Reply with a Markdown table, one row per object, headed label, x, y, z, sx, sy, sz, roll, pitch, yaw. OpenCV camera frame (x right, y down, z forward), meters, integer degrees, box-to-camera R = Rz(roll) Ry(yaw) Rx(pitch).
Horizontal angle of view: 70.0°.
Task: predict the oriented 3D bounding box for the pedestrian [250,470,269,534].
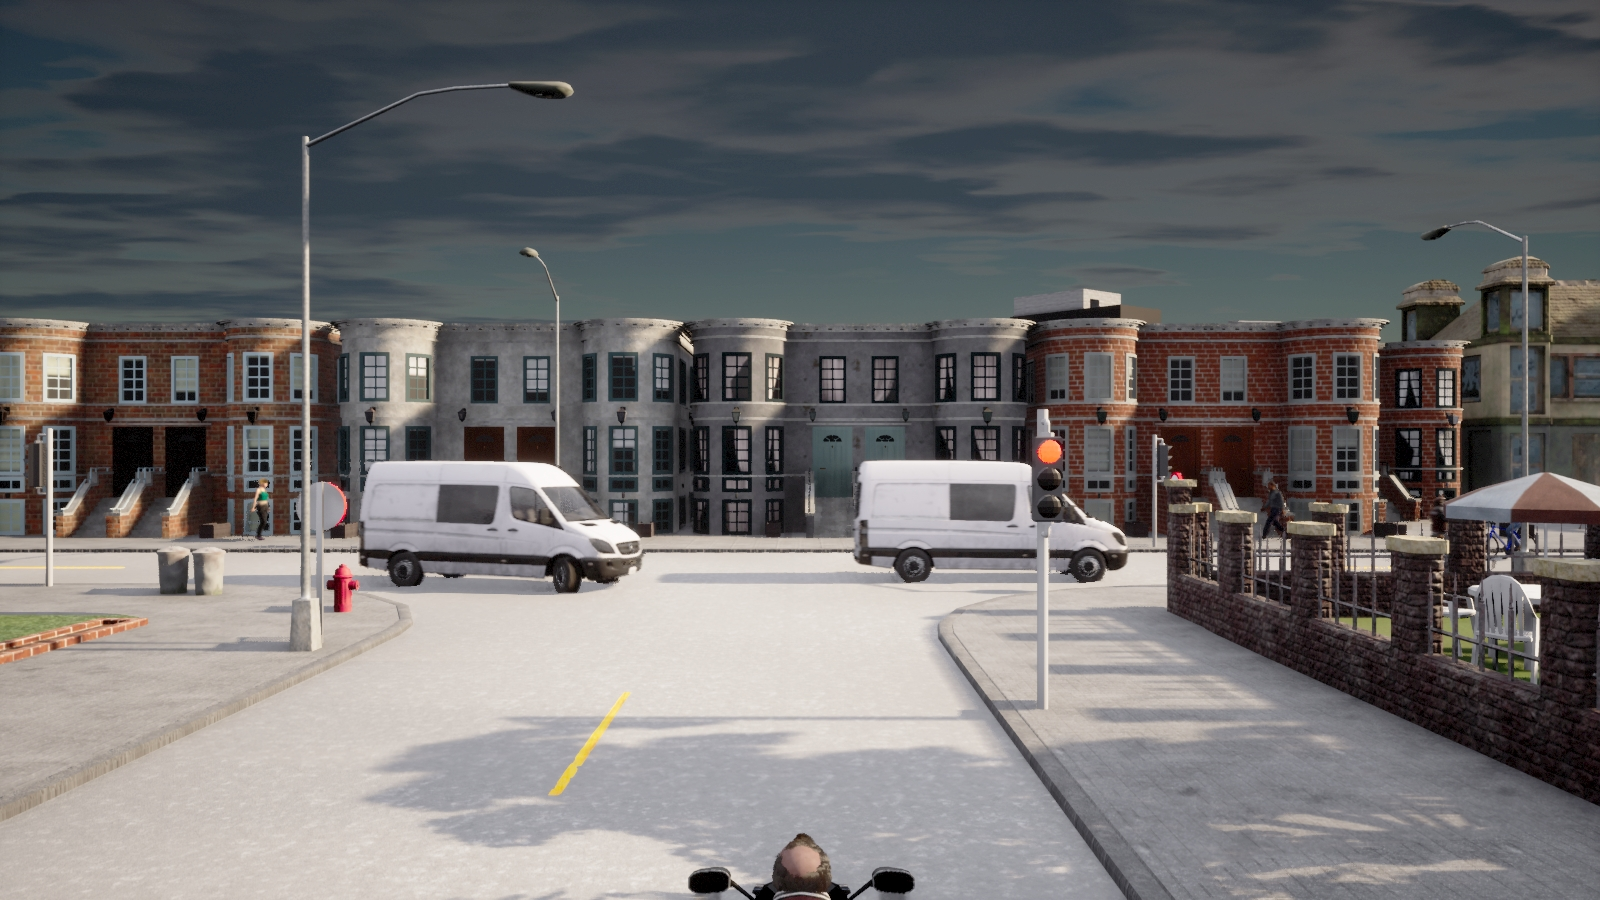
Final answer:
| label | x | y | z | sx | sy | sz | roll | pitch | yaw |
| --- | --- | --- | --- | --- | --- | --- | --- | --- | --- |
| pedestrian | -15.783 | 1.511 | 33.366 | 0.375 | 1.860 | 0.375 | 0 | 0 | 7 |

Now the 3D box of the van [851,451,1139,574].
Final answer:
| label | x | y | z | sx | sy | sz | roll | pitch | yaw |
| --- | --- | --- | --- | --- | --- | --- | --- | --- | --- |
| van | 4.127 | 1.303 | 24.920 | 5.915 | 2.561 | 1.988 | 0 | 0 | 0 |

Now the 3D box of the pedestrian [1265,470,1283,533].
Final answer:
| label | x | y | z | sx | sy | sz | roll | pitch | yaw |
| --- | --- | --- | --- | --- | --- | --- | --- | --- | --- |
| pedestrian | 13.981 | 1.511 | 33.704 | 0.375 | 1.860 | 0.375 | 0 | 0 | 6 |

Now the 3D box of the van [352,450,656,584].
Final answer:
| label | x | y | z | sx | sy | sz | roll | pitch | yaw |
| --- | --- | --- | --- | --- | --- | --- | --- | --- | --- |
| van | -6.102 | 1.305 | 23.610 | 5.915 | 2.561 | 1.988 | 0 | -1 | 18 |

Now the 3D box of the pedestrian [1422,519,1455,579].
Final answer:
| label | x | y | z | sx | sy | sz | roll | pitch | yaw |
| --- | --- | --- | --- | --- | --- | --- | --- | --- | --- |
| pedestrian | 12.206 | 1.888 | 21.855 | 0.500 | 1.100 | 0.500 | 0 | 0 | 23 |
